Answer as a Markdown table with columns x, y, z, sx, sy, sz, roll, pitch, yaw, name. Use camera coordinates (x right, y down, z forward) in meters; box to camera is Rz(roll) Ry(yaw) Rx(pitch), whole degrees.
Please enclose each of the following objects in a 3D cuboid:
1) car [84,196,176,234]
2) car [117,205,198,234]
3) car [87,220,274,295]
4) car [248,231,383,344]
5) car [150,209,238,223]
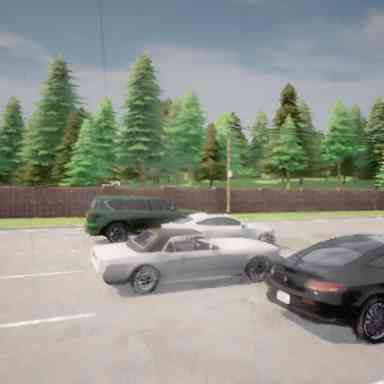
| x | y | z | sx | sy | sz | roll | pitch | yaw | name |
| --- | --- | --- | --- | --- | --- | --- | --- | --- | --- |
| -2.038 | 1.188 | 15.265 | 5.566 | 2.045 | 2.150 | 0 | 0 | -22 | car |
| -2.000 | 1.526 | 19.054 | 4.181 | 1.385 | 1.994 | 0 | 0 | -22 | car |
| -0.080 | 1.588 | 8.510 | 4.718 | 1.301 | 1.895 | 0 | 0 | -22 | car |
| 3.604 | 1.538 | 6.232 | 4.674 | 1.442 | 1.812 | 0 | 0 | -22 | car |
| 0.995 | 1.514 | 12.728 | 4.674 | 1.442 | 1.812 | 0 | 0 | -22 | car |
